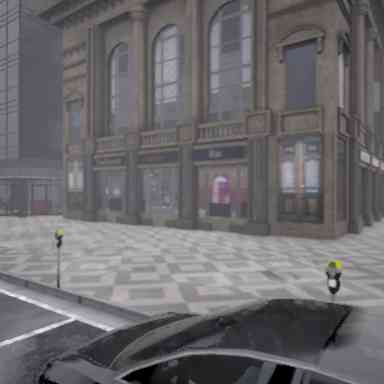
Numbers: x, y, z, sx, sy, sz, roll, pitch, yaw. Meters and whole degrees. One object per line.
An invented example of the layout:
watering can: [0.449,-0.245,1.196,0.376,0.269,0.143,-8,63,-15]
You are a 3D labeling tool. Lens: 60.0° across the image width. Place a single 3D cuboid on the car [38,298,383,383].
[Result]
car: [0.631,1.566,2.510,4.313,1.339,1.947,0,0,35]
